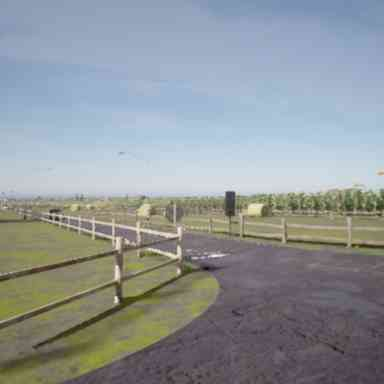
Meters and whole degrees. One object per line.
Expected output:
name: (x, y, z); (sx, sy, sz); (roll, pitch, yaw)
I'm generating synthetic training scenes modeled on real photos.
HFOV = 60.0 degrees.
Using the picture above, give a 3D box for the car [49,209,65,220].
car: (-19.773, 3.262, 48.559); (1.837, 1.490, 4.892); (1, -2, -31)
